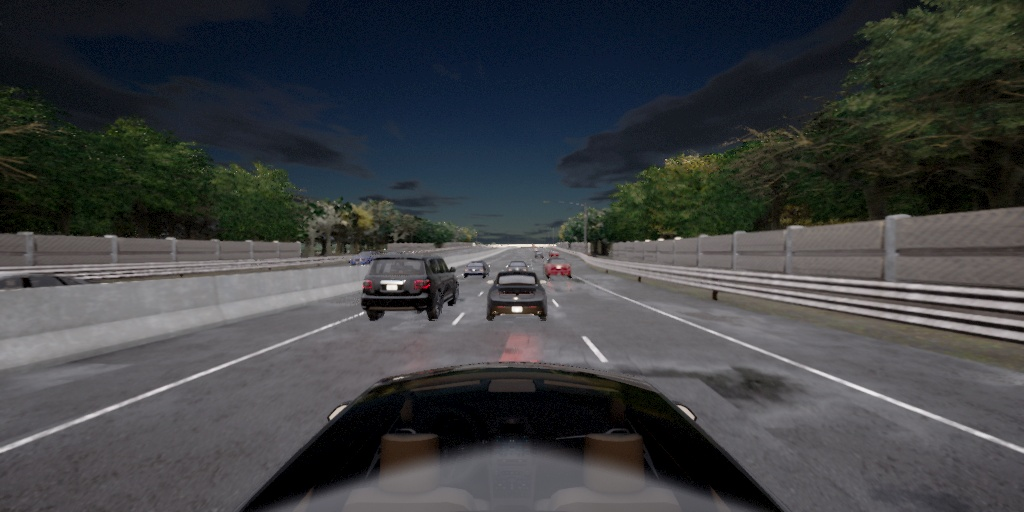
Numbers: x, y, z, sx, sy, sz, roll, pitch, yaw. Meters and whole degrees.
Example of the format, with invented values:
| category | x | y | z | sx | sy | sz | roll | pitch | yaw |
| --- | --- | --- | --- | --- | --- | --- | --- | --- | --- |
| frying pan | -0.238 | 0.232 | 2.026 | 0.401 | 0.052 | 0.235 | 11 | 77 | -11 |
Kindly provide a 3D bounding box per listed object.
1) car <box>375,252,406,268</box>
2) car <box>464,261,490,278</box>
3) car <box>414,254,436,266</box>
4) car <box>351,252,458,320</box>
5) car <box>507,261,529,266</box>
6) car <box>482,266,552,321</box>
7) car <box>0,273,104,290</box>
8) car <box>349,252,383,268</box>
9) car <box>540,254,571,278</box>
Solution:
| category | x | y | z | sx | sy | sz | roll | pitch | yaw |
| --- | --- | --- | --- | --- | --- | --- | --- | --- | --- |
| car | -16.583 | 0.440 | 49.376 | 2.150 | 2.045 | 5.566 | 0 | 1 | 3 |
| car | -3.005 | 1.142 | 31.305 | 2.033 | 1.411 | 5.357 | 0 | 1 | 1 |
| car | -12.900 | 0.589 | 53.412 | 1.882 | 1.535 | 5.008 | 0 | 1 | 3 |
| car | -3.334 | 0.973 | 12.722 | 2.150 | 2.045 | 5.566 | 0 | 0 | 1 |
| car | 0.502 | 1.138 | 31.543 | 2.033 | 1.411 | 5.357 | 0 | 1 | 1 |
| car | 0.167 | 1.258 | 12.548 | 1.837 | 1.490 | 4.892 | 0 | 0 | 1 |
| car | -14.055 | 1.254 | 9.640 | 1.837 | 1.490 | 4.892 | 0 | 0 | 0 |
| car | -20.087 | 0.437 | 49.548 | 2.150 | 2.045 | 5.566 | 0 | 1 | 3 |
| car | 3.892 | 0.928 | 31.357 | 2.097 | 1.767 | 4.553 | 0 | 1 | 2 |
